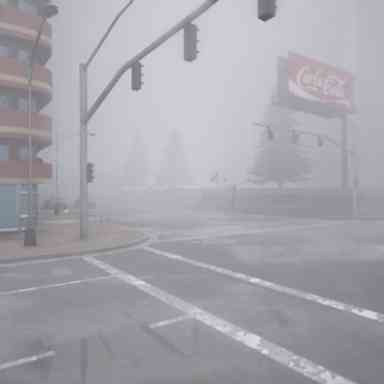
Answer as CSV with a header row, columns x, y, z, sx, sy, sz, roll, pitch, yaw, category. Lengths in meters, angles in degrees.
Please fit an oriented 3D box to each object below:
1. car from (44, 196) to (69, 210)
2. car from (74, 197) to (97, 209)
x,y,z,sx,sy,sz,roll,pitch,yaw,category
-17.451,1.313,42.801,2.097,1.767,4.553,0,0,-36,car
-14.311,1.453,44.427,1.837,1.490,4.892,0,0,-36,car
